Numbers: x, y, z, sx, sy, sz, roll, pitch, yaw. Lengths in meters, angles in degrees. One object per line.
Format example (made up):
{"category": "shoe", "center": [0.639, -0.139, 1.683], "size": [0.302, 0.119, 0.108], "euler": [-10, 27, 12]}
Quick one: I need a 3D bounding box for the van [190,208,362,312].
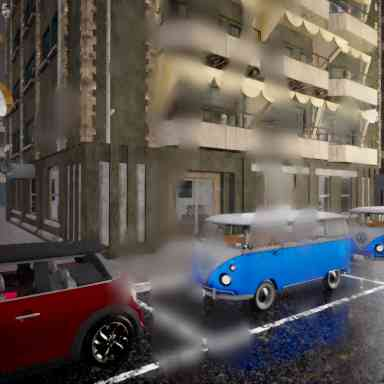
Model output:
{"category": "van", "center": [1.860, 1.343, 7.435], "size": [3.998, 1.788, 1.690], "euler": [0, 0, -36]}

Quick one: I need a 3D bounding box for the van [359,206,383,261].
{"category": "van", "center": [6.485, 1.346, 10.750], "size": [3.998, 1.788, 1.690], "euler": [0, 0, -36]}

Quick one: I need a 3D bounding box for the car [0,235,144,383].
{"category": "car", "center": [-2.765, 1.440, 4.121], "size": [4.097, 1.590, 1.967], "euler": [0, 0, -36]}
